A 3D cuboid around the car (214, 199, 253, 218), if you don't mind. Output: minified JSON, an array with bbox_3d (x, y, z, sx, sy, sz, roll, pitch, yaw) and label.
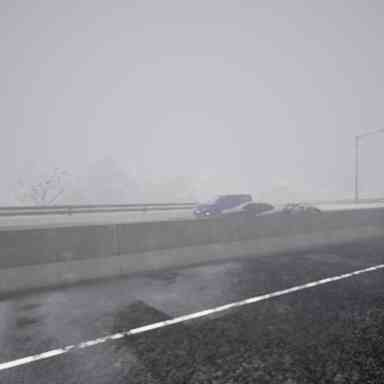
[{"bbox_3d":[4.311,1.470,24.032,5.008,1.535,1.882,0,0,-35],"label":"car"}]

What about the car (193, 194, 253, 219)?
[{"bbox_3d":[2.742,1.197,27.200,5.566,2.045,2.150,0,0,-35],"label":"car"}]

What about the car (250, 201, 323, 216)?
[{"bbox_3d":[6.414,1.486,21.231,4.902,1.511,2.128,0,0,-35],"label":"car"}]
